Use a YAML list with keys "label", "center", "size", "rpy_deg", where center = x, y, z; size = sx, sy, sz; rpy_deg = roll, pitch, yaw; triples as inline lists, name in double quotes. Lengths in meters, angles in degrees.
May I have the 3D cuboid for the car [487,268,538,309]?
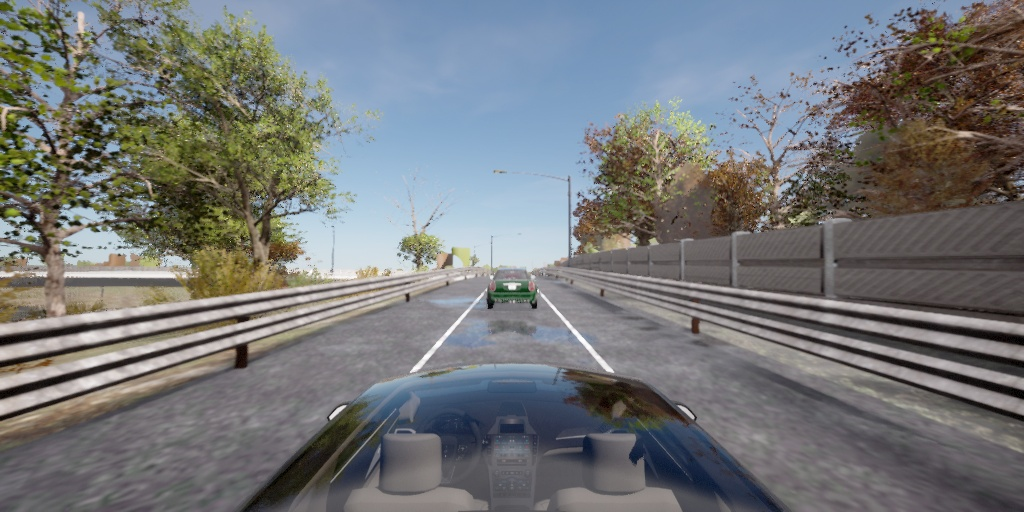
- label: "car"
  center: [0.022, 1.307, 16.394]
  size: [2.097, 1.767, 4.553]
  rpy_deg: [0, -1, 0]
